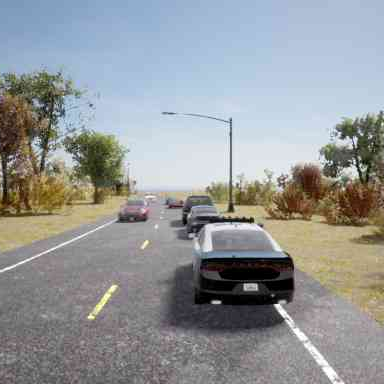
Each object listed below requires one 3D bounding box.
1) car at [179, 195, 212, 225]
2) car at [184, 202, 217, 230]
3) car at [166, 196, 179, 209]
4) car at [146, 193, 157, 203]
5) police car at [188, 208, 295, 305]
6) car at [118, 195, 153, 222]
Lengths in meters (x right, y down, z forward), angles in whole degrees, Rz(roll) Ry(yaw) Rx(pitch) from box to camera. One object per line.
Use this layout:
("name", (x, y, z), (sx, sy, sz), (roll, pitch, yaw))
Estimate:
("car", (0.367, 1.212, 24.273), (2.150, 2.045, 5.566), (0, 0, -3))
("car", (0.651, 1.500, 18.215), (1.837, 1.490, 4.892), (0, 0, -2))
("car", (-2.205, 1.543, 45.527), (1.994, 1.385, 4.181), (0, 0, -5))
("car", (-8.285, 1.180, 66.725), (2.150, 2.045, 5.566), (0, 0, -8))
("police car", (0.953, 1.424, 8.275), (1.930, 1.638, 5.238), (0, 0, -1))
("car", (-4.418, 1.343, 25.986), (2.097, 1.767, 4.553), (0, 0, -3))
